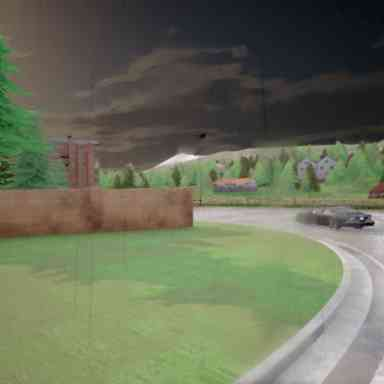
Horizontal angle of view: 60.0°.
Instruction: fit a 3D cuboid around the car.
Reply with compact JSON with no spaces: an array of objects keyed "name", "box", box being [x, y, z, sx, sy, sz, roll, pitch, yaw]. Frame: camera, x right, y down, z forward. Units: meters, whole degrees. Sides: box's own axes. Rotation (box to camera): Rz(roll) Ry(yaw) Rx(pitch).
[{"name":"car","box":[8.681,1.544,20.785,2.033,1.411,5.357,-1,0,-16]}]
